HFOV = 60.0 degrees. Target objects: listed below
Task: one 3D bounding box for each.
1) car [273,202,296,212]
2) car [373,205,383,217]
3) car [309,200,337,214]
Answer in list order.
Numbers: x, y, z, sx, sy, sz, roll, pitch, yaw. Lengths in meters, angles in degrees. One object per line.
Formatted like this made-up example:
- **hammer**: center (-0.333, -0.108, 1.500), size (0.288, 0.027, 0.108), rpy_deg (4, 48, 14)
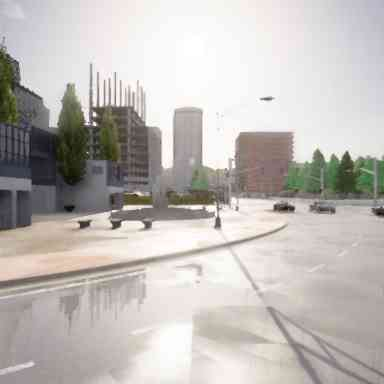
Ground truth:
- **car**: center (11.874, 1.890, 43.021), size (1.895, 1.301, 4.718), rpy_deg (0, 0, 1)
- **car**: center (18.392, 1.767, 30.523), size (1.895, 1.301, 4.718), rpy_deg (0, 0, 8)
- **car**: center (15.309, 1.752, 39.205), size (1.837, 1.490, 4.892), rpy_deg (0, -1, 1)
